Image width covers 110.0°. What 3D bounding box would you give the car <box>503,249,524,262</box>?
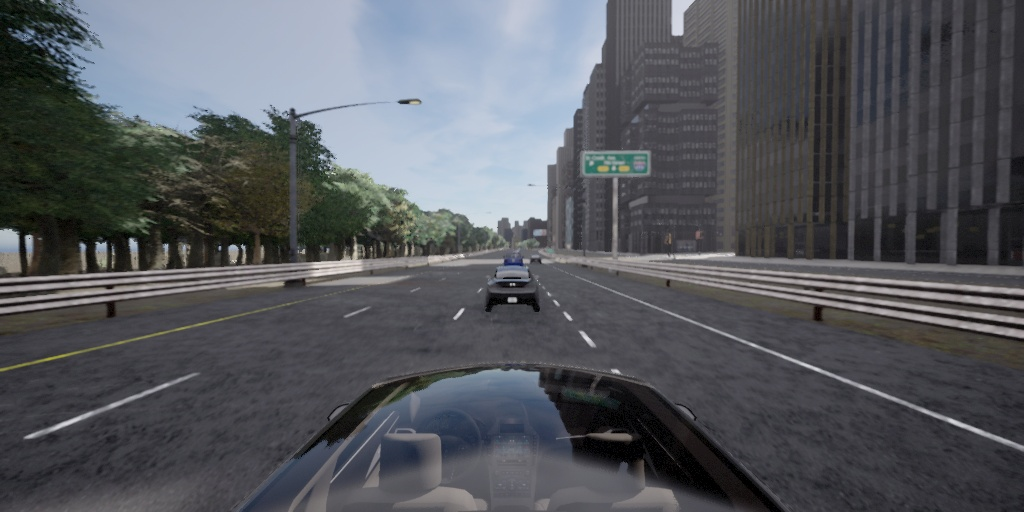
[{"bbox_3d":[0.175,0.555,40.595,2.150,2.045,5.566,0,1,1],"label":"car"}]

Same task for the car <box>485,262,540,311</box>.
[{"bbox_3d":[0.020,1.138,13.822,1.837,1.490,4.892,0,0,0],"label":"car"}]

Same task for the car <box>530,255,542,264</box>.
[{"bbox_3d":[3.946,0.522,59.805,1.882,1.535,5.008,0,1,1],"label":"car"}]
